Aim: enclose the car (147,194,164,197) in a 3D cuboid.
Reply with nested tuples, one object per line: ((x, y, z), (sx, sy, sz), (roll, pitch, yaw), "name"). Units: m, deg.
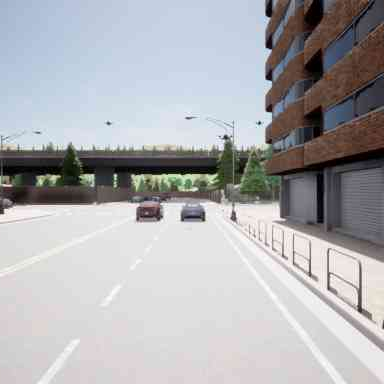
((-7.042, 1.564, 64.534), (1.994, 1.385, 4.181), (0, 0, 0), "car")

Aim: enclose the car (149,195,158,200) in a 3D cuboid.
((-10.520, 1.524, 91.450), (1.812, 1.442, 4.674), (0, 0, 0), "car")

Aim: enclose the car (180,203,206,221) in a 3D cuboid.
((0.085, 1.564, 27.234), (1.994, 1.385, 4.181), (0, 0, 0), "car")

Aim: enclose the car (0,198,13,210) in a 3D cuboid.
((-24.511, 1.470, 40.591), (4.674, 1.442, 1.812), (0, 0, 0), "car")

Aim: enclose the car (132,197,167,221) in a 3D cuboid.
((-3.436, 1.478, 27.660), (1.882, 1.535, 5.008), (0, 0, 0), "car")

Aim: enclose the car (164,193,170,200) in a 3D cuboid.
((-7.000, 1.540, 77.698), (2.033, 1.411, 5.357), (0, 0, 0), "car")

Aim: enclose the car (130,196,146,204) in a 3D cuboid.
((-10.547, 1.526, 63.513), (1.812, 1.442, 4.674), (0, 0, 1), "car")

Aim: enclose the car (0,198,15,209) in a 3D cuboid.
((-26.115, 1.508, 44.089), (4.181, 1.385, 1.994), (0, 0, 0), "car")
